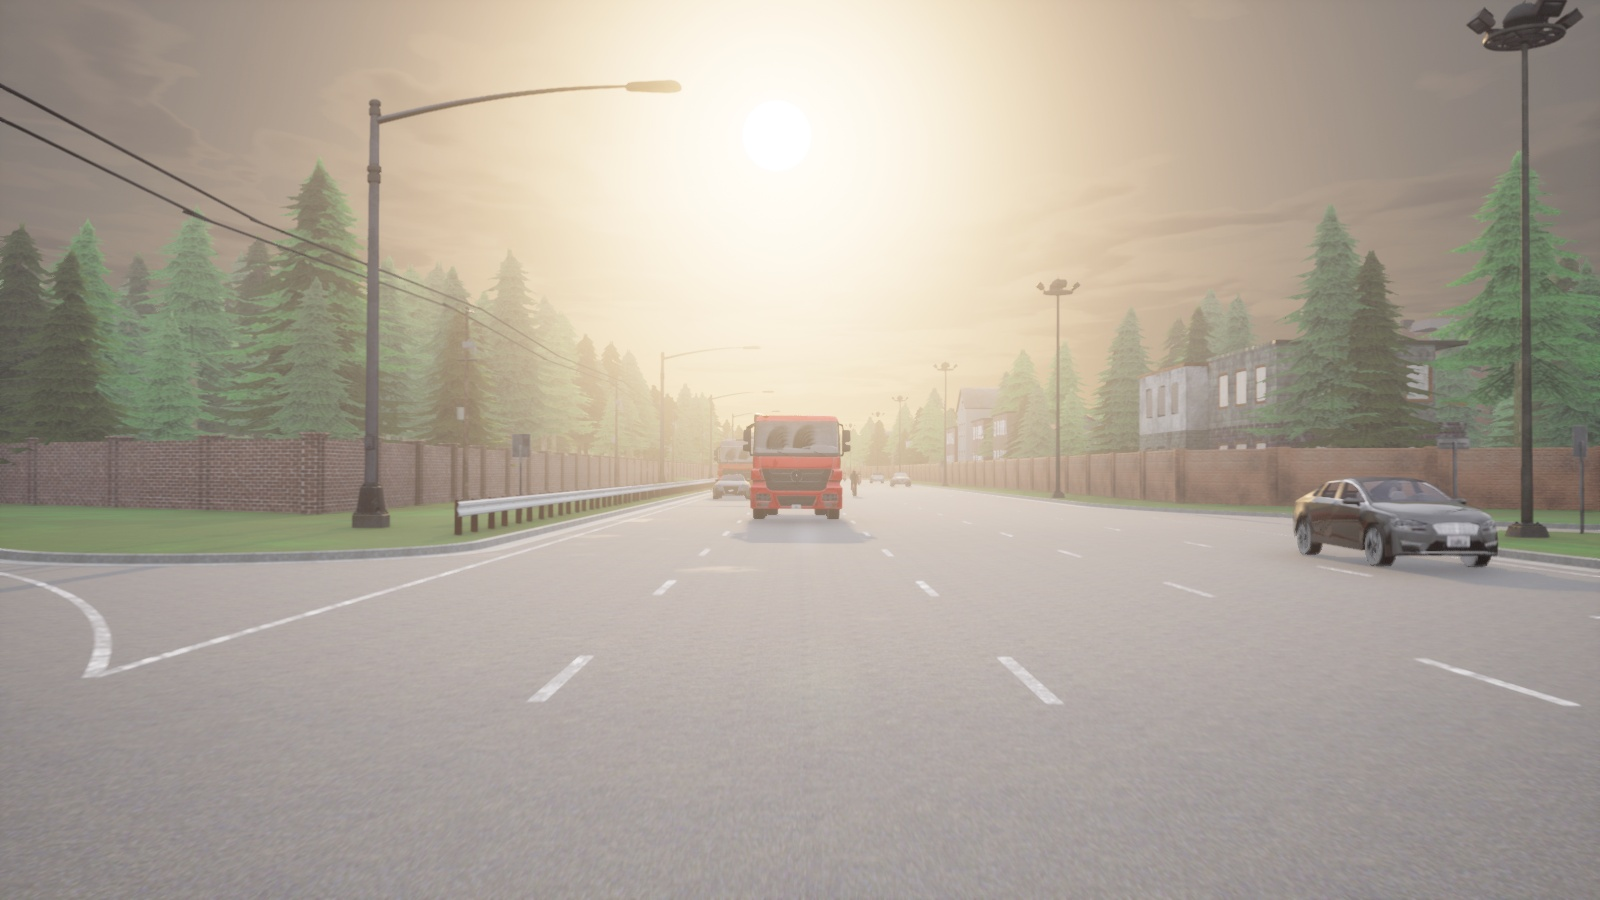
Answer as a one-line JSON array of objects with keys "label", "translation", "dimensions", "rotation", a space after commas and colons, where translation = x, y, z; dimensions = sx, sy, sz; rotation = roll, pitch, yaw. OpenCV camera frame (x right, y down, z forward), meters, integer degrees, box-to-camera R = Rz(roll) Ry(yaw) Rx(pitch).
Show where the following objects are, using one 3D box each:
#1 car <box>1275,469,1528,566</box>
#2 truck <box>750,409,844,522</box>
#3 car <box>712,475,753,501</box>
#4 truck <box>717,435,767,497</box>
[{"label": "car", "translation": [10.444, 1.101, 22.314], "dimensions": [2.128, 1.511, 4.902], "rotation": [0, -1, 0]}, {"label": "truck", "translation": [-0.110, 0.547, 42.657], "dimensions": [2.891, 3.462, 7.936], "rotation": [0, -1, 0]}, {"label": "car", "translation": [-3.671, 2.049, 69.020], "dimensions": [1.994, 1.385, 4.181], "rotation": [0, -1, 0]}, {"label": "truck", "translation": [-3.708, 1.035, 81.876], "dimensions": [2.891, 3.827, 8.468], "rotation": [0, -1, 0]}]
